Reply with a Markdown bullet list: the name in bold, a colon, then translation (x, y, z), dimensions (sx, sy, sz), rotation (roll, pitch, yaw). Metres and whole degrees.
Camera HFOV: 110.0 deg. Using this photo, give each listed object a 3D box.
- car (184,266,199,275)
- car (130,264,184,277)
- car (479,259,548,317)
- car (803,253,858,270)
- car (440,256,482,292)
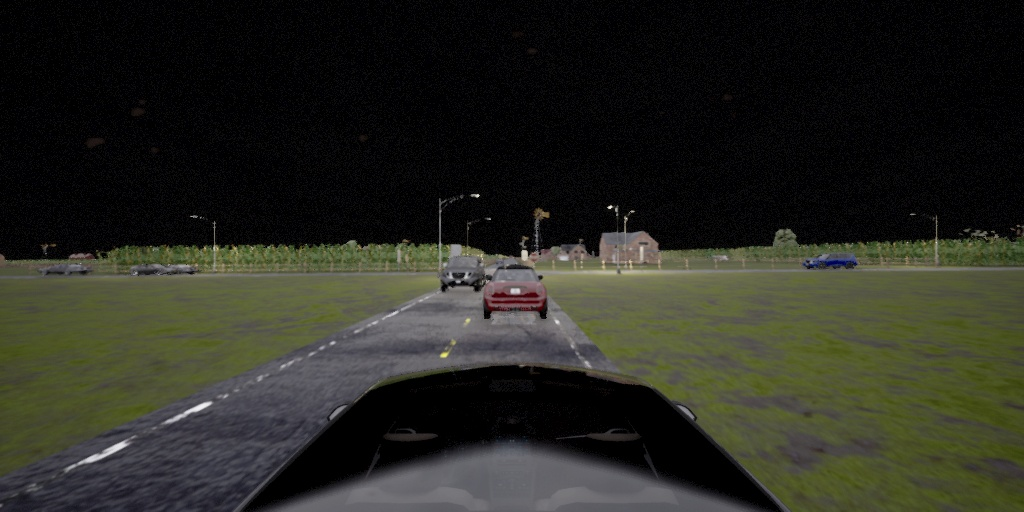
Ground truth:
- **car**: translation (-43.275, 1.759, 45.885), dimensions (5.357, 1.411, 2.033), rotation (-1, 0, 1)
- **car**: translation (-42.904, 1.698, 43.064), dimensions (4.892, 1.490, 1.837), rotation (0, 0, 2)
- **car**: translation (0.106, 1.117, 13.311), dimensions (2.097, 1.767, 4.553), rotation (0, 0, 0)
- **car**: translation (39.423, 0.680, 44.481), dimensions (5.566, 2.045, 2.150), rotation (-1, 0, 1)
- **car**: translation (-2.821, 0.998, 21.657), dimensions (2.150, 2.045, 5.566), rotation (0, 0, 0)
